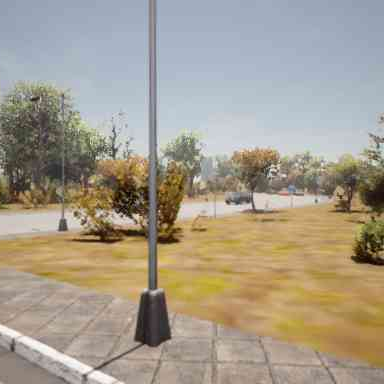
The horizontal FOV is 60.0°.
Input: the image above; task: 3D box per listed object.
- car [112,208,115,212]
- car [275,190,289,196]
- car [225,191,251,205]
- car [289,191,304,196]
[{"bbox_3d":[-6.490,1.336,35.863,2.097,1.767,4.553,0,0,39],"label":"car"},{"bbox_3d":[24.947,0.195,90.831,2.097,1.767,4.553,0,1,-4],"label":"car"},{"bbox_3d":[7.409,0.925,53.138,2.150,2.045,5.566,0,1,37],"label":"car"},{"bbox_3d":[28.430,0.464,89.189,1.895,1.301,4.718,0,1,1],"label":"car"}]
